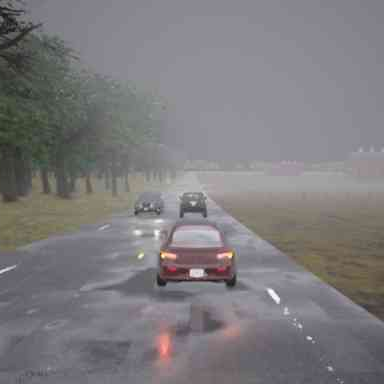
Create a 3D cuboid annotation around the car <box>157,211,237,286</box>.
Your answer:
[{"bbox_3d":[0.102,1.480,9.102,1.812,1.442,4.674,0,0,0],"label":"car"}]

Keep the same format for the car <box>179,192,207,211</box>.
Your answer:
[{"bbox_3d":[0.107,0.966,27.765,2.150,2.045,5.566,0,1,0],"label":"car"}]

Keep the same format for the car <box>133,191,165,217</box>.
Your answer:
[{"bbox_3d":[-3.593,0.949,28.789,2.150,2.045,5.566,0,1,0],"label":"car"}]
